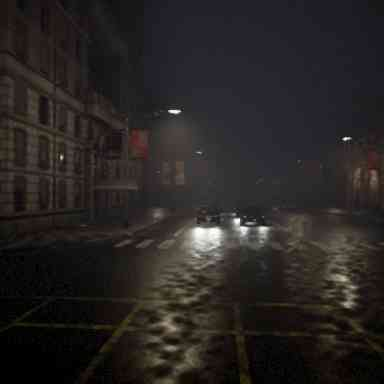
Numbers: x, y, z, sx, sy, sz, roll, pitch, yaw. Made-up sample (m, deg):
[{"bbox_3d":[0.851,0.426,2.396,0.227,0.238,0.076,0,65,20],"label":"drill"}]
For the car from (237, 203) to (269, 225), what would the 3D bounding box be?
[{"bbox_3d":[4.977,1.894,27.582,1.812,1.442,4.674,0,-1,5],"label":"car"}]

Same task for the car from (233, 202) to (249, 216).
[{"bbox_3d":[5.929,2.100,37.434,1.895,1.301,4.718,0,-1,6],"label":"car"}]

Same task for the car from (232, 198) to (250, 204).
[{"bbox_3d":[7.047,1.861,47.954,2.150,2.045,5.566,0,-1,6],"label":"car"}]

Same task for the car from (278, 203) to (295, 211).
[{"bbox_3d":[14.624,2.279,51.577,1.895,1.301,4.718,0,-1,6],"label":"car"}]

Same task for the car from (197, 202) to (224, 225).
[{"bbox_3d":[1.475,1.867,27.745,2.128,1.511,4.902,0,-1,5],"label":"car"}]

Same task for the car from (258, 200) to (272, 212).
[{"bbox_3d":[10.912,2.023,50.697,2.097,1.767,4.553,0,-1,6],"label":"car"}]

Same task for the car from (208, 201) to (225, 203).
[{"bbox_3d":[2.447,2.072,37.686,1.994,1.385,4.181,0,-1,7],"label":"car"}]

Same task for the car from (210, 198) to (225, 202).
[{"bbox_3d":[3.529,1.868,48.105,2.150,2.045,5.566,0,-1,6],"label":"car"}]
